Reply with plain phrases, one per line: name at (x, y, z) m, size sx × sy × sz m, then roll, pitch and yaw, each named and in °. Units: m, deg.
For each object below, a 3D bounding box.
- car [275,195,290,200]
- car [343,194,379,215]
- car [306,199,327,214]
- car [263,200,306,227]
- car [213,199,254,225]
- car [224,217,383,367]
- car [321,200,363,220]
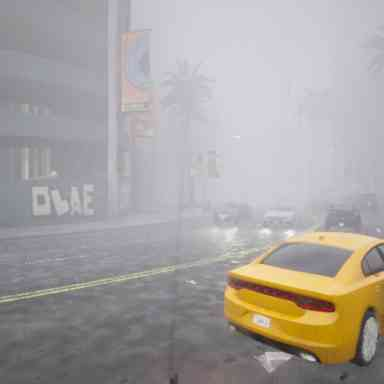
car at (18.161, 1.437, 67.071) m, size 2.231 × 1.521 × 4.892 m, roll 0°, pitch 0°, yaw -4°
car at (16.731, 1.206, 33.451) m, size 2.150 × 2.045 × 5.566 m, roll 0°, pitch 0°, yaw 6°
car at (13.339, 1.485, 35.305) m, size 1.837 × 1.490 × 4.892 m, roll 0°, pitch 0°, yaw 4°
car at (6.090, 1.511, 22.095) m, size 1.812 × 1.442 × 4.674 m, roll 0°, pitch 0°, yaw 26°
car at (3.054, 1.474, 23.804) m, size 2.128 × 1.511 × 4.902 m, roll 0°, pitch 0°, yaw 26°
car at (2.689, 1.474, 5.928) m, size 5.008 × 1.535 × 1.882 m, roll 0°, pitch 1°, yaw -43°
car at (9.247, 1.495, 20.347) m, size 1.837 × 1.490 × 4.892 m, roll 0°, pitch 1°, yaw 26°
